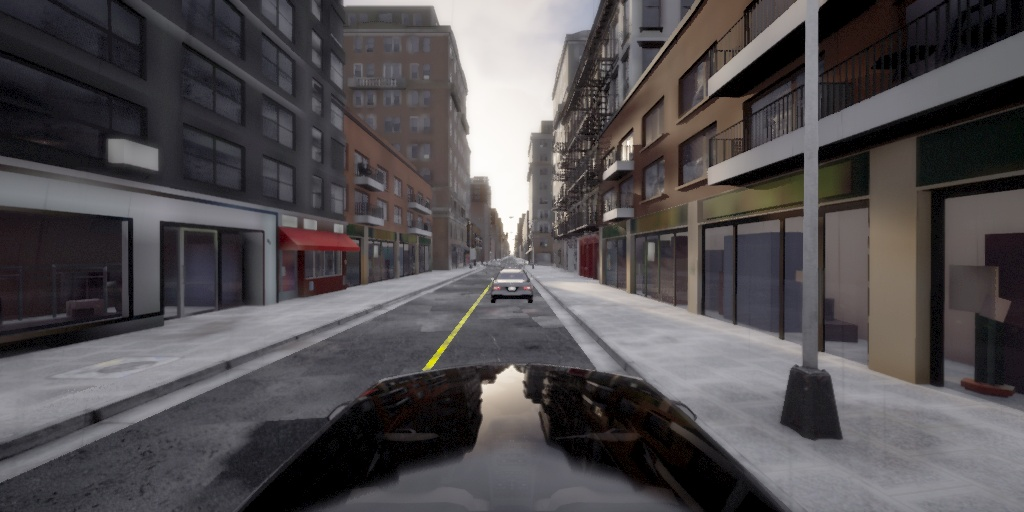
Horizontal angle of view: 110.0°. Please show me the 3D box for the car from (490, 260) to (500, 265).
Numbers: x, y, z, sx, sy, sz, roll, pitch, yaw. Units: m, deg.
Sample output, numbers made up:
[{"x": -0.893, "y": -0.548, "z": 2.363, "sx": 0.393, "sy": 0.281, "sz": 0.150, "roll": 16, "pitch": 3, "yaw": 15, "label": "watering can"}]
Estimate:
[{"x": -2.999, "y": 1.429, "z": 64.161, "sx": 1.895, "sy": 1.301, "sz": 4.718, "roll": 0, "pitch": 0, "yaw": 0, "label": "car"}]

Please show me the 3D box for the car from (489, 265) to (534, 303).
[{"x": 0.001, "y": 1.317, "z": 16.501, "sx": 2.033, "sy": 1.411, "sz": 5.357, "roll": 0, "pitch": 0, "yaw": 0, "label": "car"}]

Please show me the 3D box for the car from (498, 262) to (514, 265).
[{"x": 0.001, "y": 1.382, "z": 31.531, "sx": 1.895, "sy": 1.301, "sz": 4.718, "roll": 0, "pitch": 0, "yaw": 0, "label": "car"}]
